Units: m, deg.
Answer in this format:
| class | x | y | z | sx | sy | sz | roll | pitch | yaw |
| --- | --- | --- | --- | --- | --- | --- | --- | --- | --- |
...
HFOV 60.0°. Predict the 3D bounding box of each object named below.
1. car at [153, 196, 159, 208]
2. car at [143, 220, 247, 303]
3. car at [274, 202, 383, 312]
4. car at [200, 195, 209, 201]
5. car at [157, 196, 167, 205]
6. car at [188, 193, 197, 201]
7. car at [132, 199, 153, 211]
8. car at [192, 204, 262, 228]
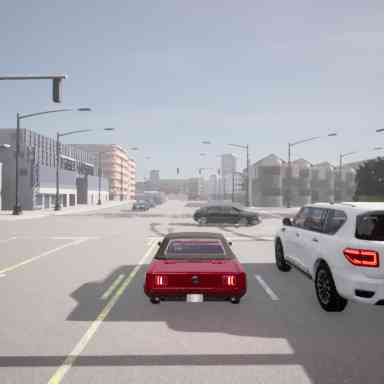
| class | x | y | z | sx | sy | sz | roll | pitch | yaw |
| --- | --- | --- | --- | --- | --- | --- | --- | --- | --- |
| car | -7.074 | 1.940 | 55.373 | 1.812 | 1.442 | 4.674 | 0 | 0 | 0 |
| car | 0.071 | 1.617 | 8.168 | 1.895 | 1.301 | 4.718 | 0 | 0 | 0 |
| car | 3.565 | 1.234 | 7.875 | 2.150 | 2.045 | 5.566 | 0 | 0 | 0 |
| car | 3.520 | 1.521 | 89.196 | 2.097 | 1.767 | 4.553 | 0 | -1 | 0 |
| car | -6.987 | 1.655 | 68.870 | 2.097 | 1.767 | 4.553 | 0 | 1 | 0 |
| car | 0.020 | 1.387 | 88.843 | 2.150 | 2.045 | 5.566 | 0 | -1 | 0 |
| car | -7.088 | 1.854 | 46.002 | 2.128 | 1.511 | 4.902 | 0 | 0 | 0 |
| car | 2.408 | 1.628 | 23.368 | 4.892 | 1.490 | 1.837 | 0 | 1 | 27 |
